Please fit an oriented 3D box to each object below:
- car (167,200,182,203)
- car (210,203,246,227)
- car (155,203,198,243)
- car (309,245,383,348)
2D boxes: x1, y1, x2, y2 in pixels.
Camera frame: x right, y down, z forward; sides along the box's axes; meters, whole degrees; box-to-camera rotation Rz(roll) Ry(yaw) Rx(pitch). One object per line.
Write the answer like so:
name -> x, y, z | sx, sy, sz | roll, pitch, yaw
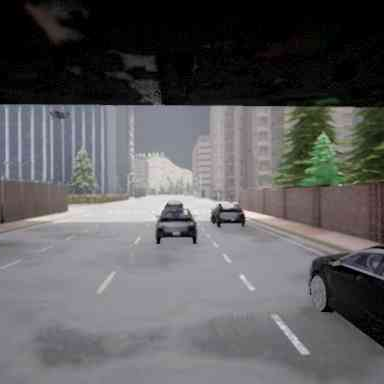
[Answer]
car -> -1.772, 1.548, 33.446 | 1.882, 1.535, 5.008 | 0, 0, -4
car -> 2.369, 1.511, 22.708 | 2.128, 1.511, 4.902 | 0, 0, -3
car -> -0.772, 1.525, 16.220 | 2.128, 1.511, 4.902 | 0, 0, -3
car -> 3.297, 1.474, 4.752 | 2.128, 1.511, 4.902 | 0, 0, -2
